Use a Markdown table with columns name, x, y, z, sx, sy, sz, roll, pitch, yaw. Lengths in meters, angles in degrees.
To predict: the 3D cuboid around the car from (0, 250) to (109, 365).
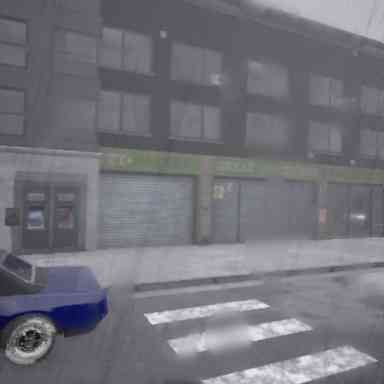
| name | x | y | z | sx | sy | sz | roll | pitch | yaw |
| --- | --- | --- | --- | --- | --- | --- | --- | --- | --- |
| car | -3.667 | 1.538 | 4.514 | 4.718 | 1.301 | 1.895 | 1 | 0 | -24 |
